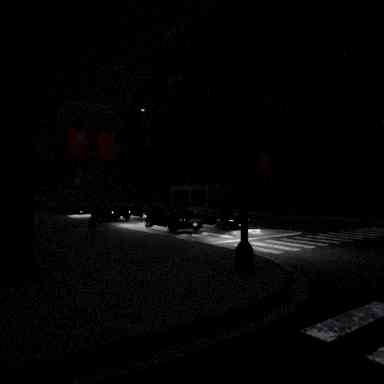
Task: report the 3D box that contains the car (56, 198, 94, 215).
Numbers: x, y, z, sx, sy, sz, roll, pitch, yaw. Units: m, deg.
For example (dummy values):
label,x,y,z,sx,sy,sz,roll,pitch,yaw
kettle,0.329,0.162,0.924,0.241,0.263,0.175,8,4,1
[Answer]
label,x,y,z,sx,sy,sz,roll,pitch,yaw
car,-13.049,1.680,36.818,2.033,1.411,5.357,0,0,-35

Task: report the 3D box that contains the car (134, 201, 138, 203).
label,x,y,z,sx,sy,sz,roll,pitch,yaw
car,-4.479,1.701,30.437,1.895,1.301,4.718,0,0,-36

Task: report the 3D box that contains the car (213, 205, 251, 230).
label,x,y,z,sx,sy,sz,roll,pitch,yaw
car,1.516,1.608,22.152,2.033,1.411,5.357,0,0,-33

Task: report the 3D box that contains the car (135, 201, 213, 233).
label,x,y,z,sx,sy,sz,roll,pitch,yaw
car,-1.252,1.547,20.381,2.128,1.511,4.902,0,0,-36

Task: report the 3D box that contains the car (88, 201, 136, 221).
label,x,y,z,sx,sy,sz,roll,pitch,yaw
car,-6.873,1.693,28.204,1.895,1.301,4.718,0,0,-36

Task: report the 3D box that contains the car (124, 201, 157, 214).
label,x,y,z,sx,sy,sz,roll,pitch,yaw
car,-6.050,1.737,38.537,1.895,1.301,4.718,0,0,-36

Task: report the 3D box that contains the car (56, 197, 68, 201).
label,x,y,z,sx,sy,sz,roll,pitch,yaw
car,-25.181,1.745,65.148,2.128,1.511,4.902,0,0,-36

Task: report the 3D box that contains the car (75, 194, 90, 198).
label,x,y,z,sx,sy,sz,roll,pitch,yaw
car,-21.898,1.475,66.151,2.150,2.045,5.566,0,0,-36

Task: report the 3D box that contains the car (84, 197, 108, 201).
label,x,y,z,sx,sy,sz,roll,pitch,yaw
car,-10.548,1.632,38.906,2.128,1.511,4.902,0,0,-36
